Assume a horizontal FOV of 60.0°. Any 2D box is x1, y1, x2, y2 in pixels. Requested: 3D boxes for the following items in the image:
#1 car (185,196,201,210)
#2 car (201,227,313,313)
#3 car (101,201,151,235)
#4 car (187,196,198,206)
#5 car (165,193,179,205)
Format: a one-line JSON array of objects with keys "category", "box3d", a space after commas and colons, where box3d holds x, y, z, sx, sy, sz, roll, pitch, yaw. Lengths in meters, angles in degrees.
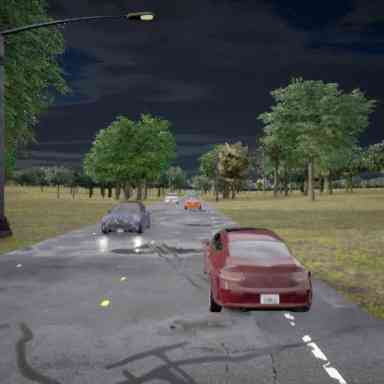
[{"category": "car", "box3d": [0.103, 1.329, 43.441, 2.097, 1.767, 4.553, 0, 0, -1]}, {"category": "car", "box3d": [1.227, 1.522, 7.536, 1.812, 1.442, 4.674, 0, 0, 0]}, {"category": "car", "box3d": [-3.595, 1.341, 18.801, 2.097, 1.767, 4.553, 0, 0, 0]}, {"category": "car", "box3d": [0.074, 1.501, 56.334, 1.812, 1.442, 4.674, 0, 0, 0]}, {"category": "car", "box3d": [-3.569, 1.196, 59.160, 2.150, 2.045, 5.566, 0, 0, 0]}]
